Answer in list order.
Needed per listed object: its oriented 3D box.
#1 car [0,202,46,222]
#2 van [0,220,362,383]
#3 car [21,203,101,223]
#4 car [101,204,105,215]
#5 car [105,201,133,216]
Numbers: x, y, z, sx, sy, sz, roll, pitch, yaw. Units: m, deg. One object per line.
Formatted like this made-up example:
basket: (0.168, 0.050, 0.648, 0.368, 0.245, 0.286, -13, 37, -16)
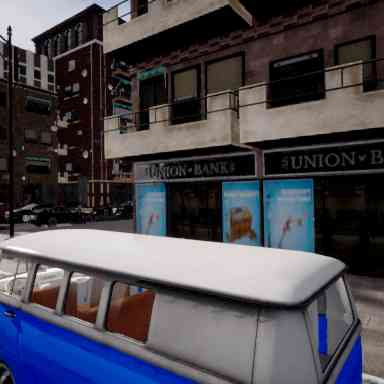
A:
car: (-12.484, 1.635, 26.980, 1.837, 1.490, 4.892, -1, -1, 36)
van: (-0.516, 1.342, 3.219, 3.998, 1.788, 1.690, 0, -1, 35)
car: (-8.690, 1.583, 22.357, 1.947, 1.339, 4.313, -2, -1, 36)
car: (-8.820, 1.798, 36.408, 1.947, 1.339, 4.313, -2, -1, 36)
car: (-6.349, 1.681, 35.390, 2.128, 1.511, 4.902, -1, -1, 36)
